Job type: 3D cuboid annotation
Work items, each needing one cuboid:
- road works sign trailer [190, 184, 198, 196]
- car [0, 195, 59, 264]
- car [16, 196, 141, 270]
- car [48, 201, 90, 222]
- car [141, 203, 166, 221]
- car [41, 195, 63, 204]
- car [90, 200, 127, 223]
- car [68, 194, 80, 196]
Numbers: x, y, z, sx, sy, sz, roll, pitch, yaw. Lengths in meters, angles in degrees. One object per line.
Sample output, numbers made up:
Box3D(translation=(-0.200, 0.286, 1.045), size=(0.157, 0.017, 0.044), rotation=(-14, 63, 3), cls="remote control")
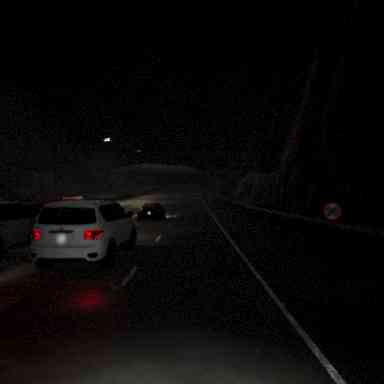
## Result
Box3D(translation=(0.533, -0.635, 92.929), size=(2.380, 3.560, 2.880), rotation=(-1, 2, 0), cls="road works sign trailer")
Box3D(translation=(-6.902, 1.287, 11.468), size=(2.150, 2.045, 5.566), rotation=(0, 0, 1), cls="car")
Box3D(translation=(-3.402, 1.279, 11.461), size=(2.150, 2.045, 5.566), rotation=(0, 0, 1), cls="car")
Box3D(translation=(-10.285, 1.562, 28.248), size=(1.812, 1.442, 4.674), rotation=(0, 1, 1), cls="car")
Box3D(translation=(-3.290, 1.588, 27.747), size=(1.994, 1.385, 4.181), rotation=(0, 0, 1), cls="car")
Box3D(translation=(-24.188, 1.287, 57.687), size=(1.812, 1.442, 4.674), rotation=(0, 1, 1), cls="car")
Box3D(translation=(-6.793, 1.538, 27.583), size=(1.837, 1.490, 4.892), rotation=(0, 1, 1), cls="car")
Box3D(translation=(-20.693, 1.104, 57.747), size=(2.097, 1.767, 4.553), rotation=(0, 1, 1), cls="car")
